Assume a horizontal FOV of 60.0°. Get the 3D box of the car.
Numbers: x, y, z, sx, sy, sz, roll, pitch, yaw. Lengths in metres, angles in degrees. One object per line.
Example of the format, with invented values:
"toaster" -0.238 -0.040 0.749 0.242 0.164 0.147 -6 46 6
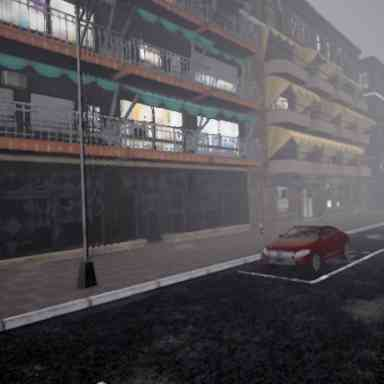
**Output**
"car" 4.023 1.759 11.338 1.802 1.307 4.206 -4 -3 44
